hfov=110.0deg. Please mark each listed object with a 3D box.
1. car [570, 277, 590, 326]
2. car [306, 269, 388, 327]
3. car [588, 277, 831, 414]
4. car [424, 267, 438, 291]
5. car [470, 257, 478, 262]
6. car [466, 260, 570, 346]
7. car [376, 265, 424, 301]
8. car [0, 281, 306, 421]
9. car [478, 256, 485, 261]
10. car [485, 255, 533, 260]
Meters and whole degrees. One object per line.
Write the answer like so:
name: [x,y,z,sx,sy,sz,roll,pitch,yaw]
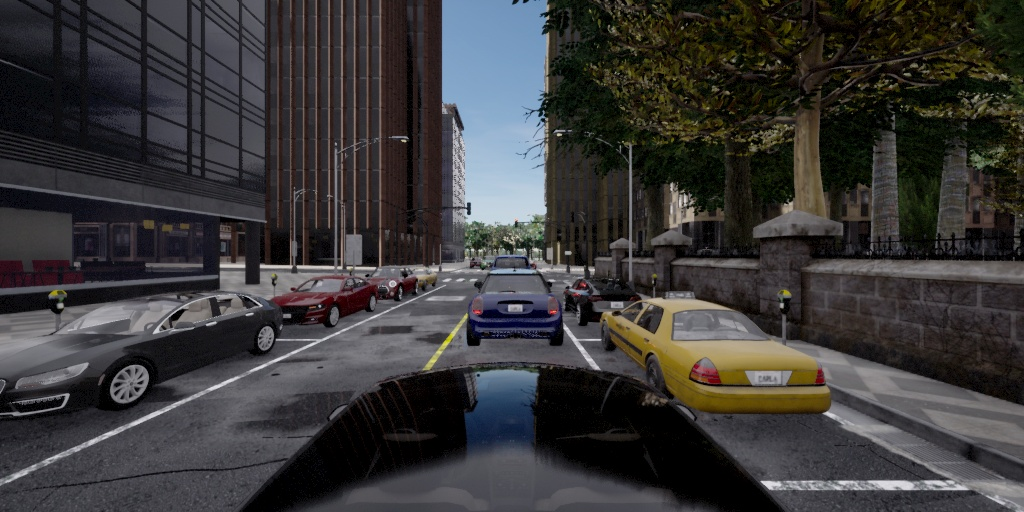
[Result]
car: [2.748,1.316,11.457,1.948,1.339,4.313,0,0,0]
car: [-5.777,1.295,11.442,1.888,1.381,4.507,0,0,0]
car: [2.756,1.275,6.170,1.751,1.417,4.829,0,0,0]
car: [-5.793,1.277,22.186,1.751,1.417,4.829,0,0,0]
car: [-5.849,1.079,59.764,2.192,1.841,5.009,0,0,0]
car: [0.041,1.102,9.560,2.097,1.767,4.553,0,0,-1]
car: [-5.786,1.190,16.899,1.967,1.591,4.097,0,0,0]
car: [-5.769,1.300,5.985,2.007,1.370,4.403,0,0,0]
car: [-3.176,0.982,51.237,2.150,2.045,5.566,0,0,0]
car: [-0.021,0.972,18.995,2.150,2.045,5.566,0,0,0]
